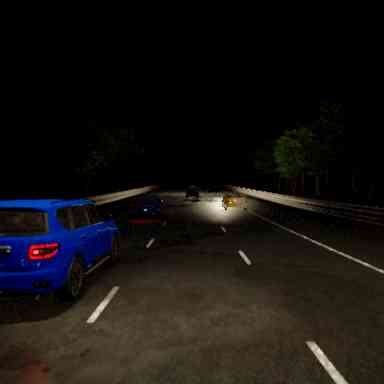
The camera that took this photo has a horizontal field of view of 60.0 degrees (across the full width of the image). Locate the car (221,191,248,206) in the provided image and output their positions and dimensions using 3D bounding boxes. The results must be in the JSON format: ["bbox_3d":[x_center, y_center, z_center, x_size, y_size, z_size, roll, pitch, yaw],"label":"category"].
[{"bbox_3d":[3.509,0.667,28.167,1.801,1.575,5.366,0,2,0],"label":"car"}]

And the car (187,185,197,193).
[{"bbox_3d":[0.022,-0.755,73.489,2.128,1.511,4.902,0,3,0],"label":"car"}]

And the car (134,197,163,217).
[{"bbox_3d":[-3.391,1.094,26.721,1.882,1.535,5.008,0,2,0],"label":"car"}]

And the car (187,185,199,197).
[{"bbox_3d":[0.115,0.002,55.422,1.882,1.535,5.008,0,3,0],"label":"car"}]

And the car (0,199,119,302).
[{"bbox_3d":[-3.398,1.181,8.304,2.150,2.045,5.566,0,1,0],"label":"car"}]

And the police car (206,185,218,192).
[{"bbox_3d":[3.516,-0.509,57.191,1.930,1.638,5.238,0,2,0],"label":"police car"}]
